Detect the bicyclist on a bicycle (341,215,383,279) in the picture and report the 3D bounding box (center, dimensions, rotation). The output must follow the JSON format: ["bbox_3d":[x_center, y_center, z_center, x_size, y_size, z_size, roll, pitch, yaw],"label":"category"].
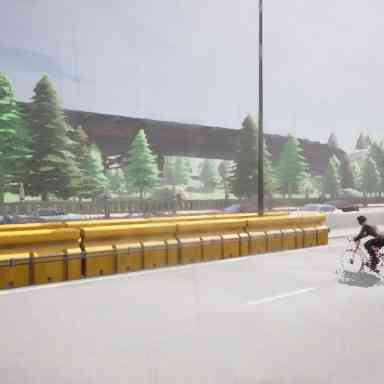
[{"bbox_3d":[4.683,1.455,8.822,0.582,1.620,1.656,0,-2,-33],"label":"bicyclist on a bicycle"}]

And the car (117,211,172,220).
[{"bbox_3d":[-2.254,1.564,15.020,4.181,1.385,1.994,0,0,-33],"label":"car"}]

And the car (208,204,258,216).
[{"bbox_3d":[3.186,1.526,22.714,4.674,1.442,1.812,0,0,-33],"label":"car"}]

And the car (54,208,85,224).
[{"bbox_3d":[-8.769,1.601,19.140,4.718,1.301,1.895,0,0,-33],"label":"car"}]

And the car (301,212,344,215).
[{"bbox_3d":[7.995,1.526,21.615,4.674,1.442,1.812,0,0,-33],"label":"car"}]

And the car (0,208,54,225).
[{"bbox_3d":[-9.242,1.547,14.664,5.357,1.411,2.033,0,0,-33],"label":"car"}]
